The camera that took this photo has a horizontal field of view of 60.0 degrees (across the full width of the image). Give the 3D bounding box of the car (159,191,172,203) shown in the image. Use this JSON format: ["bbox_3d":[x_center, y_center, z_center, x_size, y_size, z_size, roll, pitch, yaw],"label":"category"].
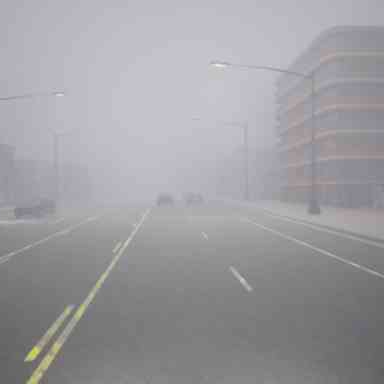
[{"bbox_3d":[-3.876,0.689,48.334,1.837,1.490,4.892,-1,1,-5],"label":"car"}]

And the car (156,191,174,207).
[{"bbox_3d":[-3.014,0.842,37.790,1.882,1.535,5.008,-1,1,-5],"label":"car"}]

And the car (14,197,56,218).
[{"bbox_3d":[-12.787,1.170,27.409,1.882,1.535,5.008,-1,1,-5],"label":"car"}]

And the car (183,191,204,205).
[{"bbox_3d":[0.293,0.812,41.542,1.994,1.385,4.181,-1,1,-5],"label":"car"}]
